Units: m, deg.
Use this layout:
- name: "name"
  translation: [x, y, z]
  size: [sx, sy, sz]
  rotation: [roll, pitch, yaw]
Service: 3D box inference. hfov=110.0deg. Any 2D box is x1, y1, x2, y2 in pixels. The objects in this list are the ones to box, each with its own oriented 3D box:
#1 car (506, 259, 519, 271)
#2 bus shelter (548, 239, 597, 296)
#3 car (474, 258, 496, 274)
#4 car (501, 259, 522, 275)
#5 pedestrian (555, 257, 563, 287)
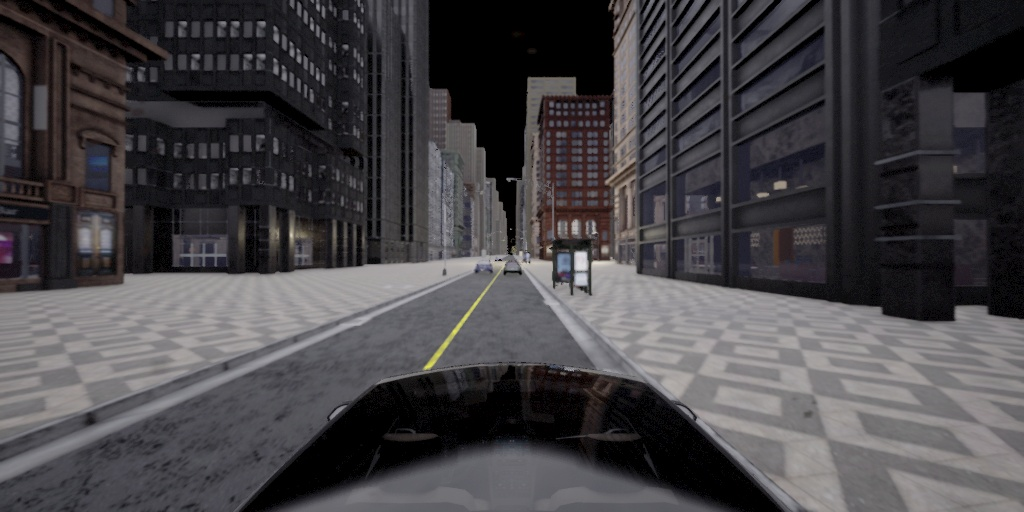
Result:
- name: "car"
  translation: [0.069, 1.191, 49.965]
  size: [1.812, 1.442, 4.674]
  rotation: [0, 0, 1]
- name: "bus shelter"
  translation: [3.141, 0.605, 18.613]
  size: [1.920, 2.740, 3.880]
  rotation: [0, 0, 0]
- name: "car"
  translation: [-3.065, 1.215, 39.707]
  size: [1.812, 1.442, 4.674]
  rotation: [0, 0, 0]
- name: "car"
  translation: [0.082, 1.258, 38.167]
  size: [1.994, 1.385, 4.181]
  rotation: [0, 0, 0]
- name: "pedestrian"
  translation: [2.743, 0.867, 21.111]
  size: [0.375, 1.860, 0.375]
  rotation: [1, 0, -10]
